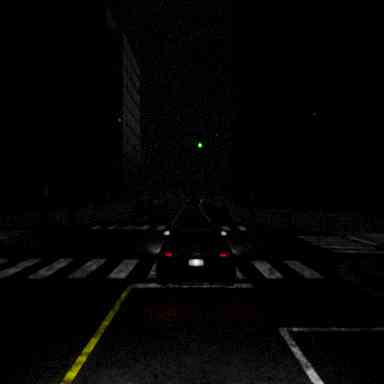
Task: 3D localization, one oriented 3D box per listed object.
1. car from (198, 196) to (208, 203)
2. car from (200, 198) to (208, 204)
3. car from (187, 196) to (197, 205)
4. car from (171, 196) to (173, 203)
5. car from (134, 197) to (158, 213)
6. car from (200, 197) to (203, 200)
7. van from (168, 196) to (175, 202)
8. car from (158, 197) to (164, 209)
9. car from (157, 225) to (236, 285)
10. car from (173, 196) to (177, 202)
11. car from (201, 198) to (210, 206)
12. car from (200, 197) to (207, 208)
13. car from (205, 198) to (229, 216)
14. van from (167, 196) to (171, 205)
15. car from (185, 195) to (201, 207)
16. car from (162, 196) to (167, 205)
[{"bbox_3d":[2.728,1.885,84.012,2.192,1.841,5.009,0,0,0],"label":"car"},{"bbox_3d":[2.731,2.057,78.743,1.752,1.417,4.829,0,0,0],"label":"car"},{"bbox_3d":[-0.028,1.837,71.616,2.097,1.767,4.553,0,0,0],"label":"car"},{"bbox_3d":[-5.792,2.043,73.133,2.008,1.369,4.403,0,0,0],"label":"car"},{"bbox_3d":[-5.779,1.583,40.509,2.192,1.841,5.009,0,0,0],"label":"car"},{"bbox_3d":[2.740,1.924,56.823,1.887,1.381,4.507,0,0,0],"label":"car"},{"bbox_3d":[-5.801,1.989,94.884,1.690,1.788,3.998,0,0,0],"label":"van"},{"bbox_3d":[-5.783,1.924,51.382,1.802,1.307,4.206,0,0,0],"label":"car"},{"bbox_3d":[0.101,1.642,9.746,1.994,1.385,4.181,0,-1,0],"label":"car"},{"bbox_3d":[-5.799,2.175,89.444,1.947,1.339,4.313,0,0,0],"label":"car"},{"bbox_3d":[2.735,1.981,67.868,1.752,1.417,4.829,0,0,0],"label":"car"},{"bbox_3d":[2.742,1.892,51.386,2.008,1.369,4.403,0,0,0],"label":"car"},{"bbox_3d":[2.748,1.671,35.074,1.967,1.590,4.097,0,0,0],"label":"car"},{"bbox_3d":[-5.790,1.796,67.696,1.690,1.788,3.998,0,0,0],"label":"van"},{"bbox_3d":[-0.024,1.629,61.003,2.150,2.045,5.566,0,0,0],"label":"car"},{"bbox_3d":[-5.786,1.903,56.650,1.752,1.417,4.829,0,0,0],"label":"car"}]
